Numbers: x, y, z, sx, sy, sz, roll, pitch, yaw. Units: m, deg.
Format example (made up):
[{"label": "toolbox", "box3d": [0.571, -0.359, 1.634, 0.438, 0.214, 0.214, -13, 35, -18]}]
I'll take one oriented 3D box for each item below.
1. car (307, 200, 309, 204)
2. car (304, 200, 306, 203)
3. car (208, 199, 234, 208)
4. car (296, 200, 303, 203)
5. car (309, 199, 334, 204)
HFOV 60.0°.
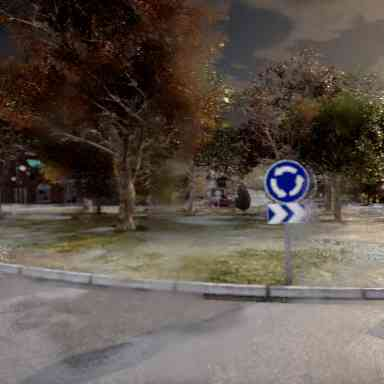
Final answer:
[{"label": "car", "box3d": [31.615, 2.467, 81.349, 5.008, 1.535, 2.097, -2, -3, 10]}, {"label": "car", "box3d": [32.610, 2.793, 86.752, 4.792, 1.488, 2.163, -2, -3, 10]}, {"label": "car", "box3d": [5.187, 1.901, 57.144, 5.008, 1.535, 1.882, -2, -1, 7]}, {"label": "car", "box3d": [27.173, 2.712, 88.017, 2.150, 2.045, 5.566, -2, -3, 10]}, {"label": "car", "box3d": [31.133, 2.316, 78.640, 4.892, 1.521, 2.231, -2, -4, 10]}]
